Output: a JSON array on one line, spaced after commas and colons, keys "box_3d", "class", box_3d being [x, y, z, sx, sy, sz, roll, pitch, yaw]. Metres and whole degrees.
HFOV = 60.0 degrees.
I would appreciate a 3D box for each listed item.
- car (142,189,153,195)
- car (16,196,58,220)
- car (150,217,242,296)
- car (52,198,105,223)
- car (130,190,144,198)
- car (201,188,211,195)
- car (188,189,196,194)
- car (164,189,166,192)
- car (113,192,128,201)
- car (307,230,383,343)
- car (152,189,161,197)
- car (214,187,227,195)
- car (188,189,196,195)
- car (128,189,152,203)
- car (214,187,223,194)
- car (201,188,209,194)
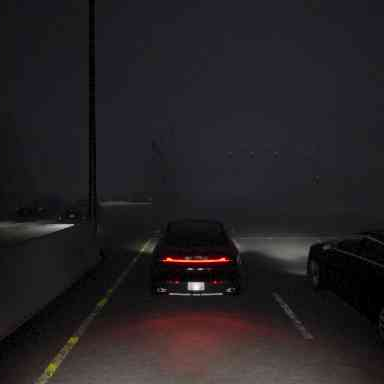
[{"box_3d": [-10.483, 0.003, 78.718, 1.812, 1.442, 4.674, 0, 1, 0], "class": "car"}, {"box_3d": [-10.595, 1.053, 23.812, 1.882, 1.535, 5.008, 0, 1, 0], "class": "car"}, {"box_3d": [0.078, 1.379, 8.325, 1.837, 1.490, 4.892, 0, 1, 0], "class": "car"}, {"box_3d": [-7.094, 1.183, 21.620, 1.994, 1.385, 4.181, 0, 1, 0], "class": "car"}, {"box_3d": [-10.525, 0.314, 63.792, 1.812, 1.442, 4.674, 0, 1, 1], "class": "car"}, {"box_3d": [3.518, -0.186, 80.536, 2.097, 1.767, 4.553, 0, 1, 0], "class": "car"}, {"box_3d": [0.019, -0.153, 88.271, 2.033, 1.411, 5.357, 0, 1, 0], "class": "car"}, {"box_3d": [-6.983, 0.023, 78.802, 2.033, 1.411, 5.357, 0, 1, 0], "class": "car"}, {"box_3d": [-10.584, 0.653, 50.422, 1.895, 1.301, 4.718, 0, 1, 0], "class": "car"}, {"box_3d": [3.567, 1.413, 5.814, 2.128, 1.511, 4.902, 0, 1, 0], "class": "car"}, {"box_3d": [-7.030, 0.398, 63.354, 1.895, 1.301, 4.718, 0, 1, 1], "class": "car"}, {"box_3d": [7.017, -0.160, 79.071, 2.097, 1.767, 4.553, 0, 1, 0], "class": "car"}, {"box_3d": [0.019, 0.034, 77.967, 2.128, 1.511, 4.902, 0, 1, 0], "class": "car"}, {"box_3d": [-7.089, 0.671, 45.711, 1.812, 1.442, 4.674, 0, 1, 0], "class": "car"}, {"box_3d": [7.019, -0.448, 88.237, 2.097, 1.767, 4.553, 0, 1, 0], "class": "car"}, {"box_3d": [3.521, -0.243, 90.818, 1.837, 1.490, 4.892, 0, 1, 1], "class": "car"}]
